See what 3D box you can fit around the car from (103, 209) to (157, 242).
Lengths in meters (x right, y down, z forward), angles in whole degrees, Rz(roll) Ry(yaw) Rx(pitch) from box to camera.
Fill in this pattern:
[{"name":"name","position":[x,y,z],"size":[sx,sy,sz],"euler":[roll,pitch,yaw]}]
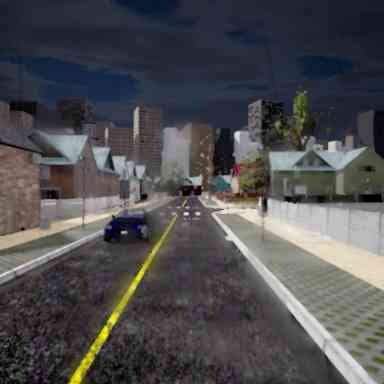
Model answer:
[{"name":"car","position":[-2.814,1.494,15.853],"size":[1.994,1.385,4.181],"euler":[0,0,0]}]
